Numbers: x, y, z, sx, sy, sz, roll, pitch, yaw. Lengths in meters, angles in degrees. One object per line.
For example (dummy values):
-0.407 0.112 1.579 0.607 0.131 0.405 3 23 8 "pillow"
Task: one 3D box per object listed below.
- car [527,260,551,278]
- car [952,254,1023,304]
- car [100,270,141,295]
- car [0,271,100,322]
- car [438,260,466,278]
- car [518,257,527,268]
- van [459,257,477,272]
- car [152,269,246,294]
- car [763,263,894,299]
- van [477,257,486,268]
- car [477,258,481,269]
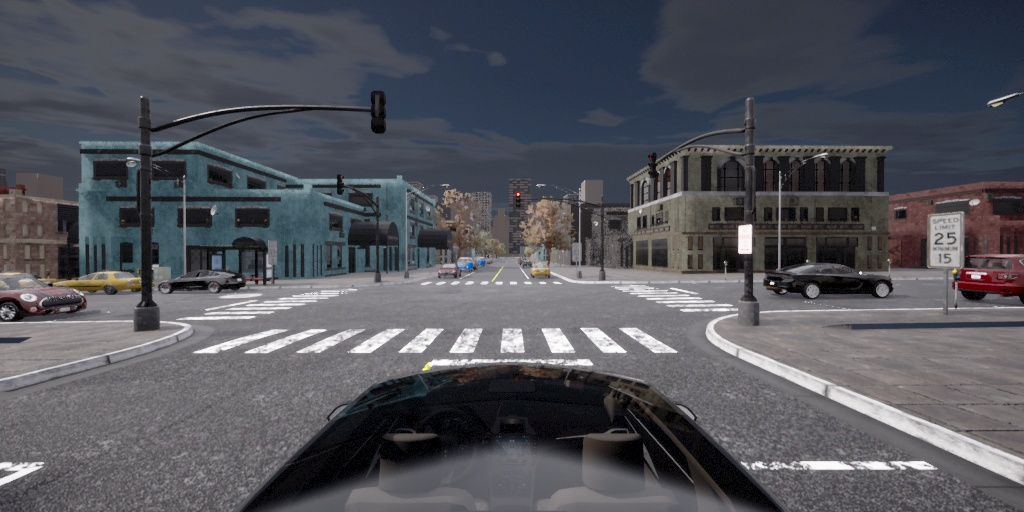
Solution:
2.629 1.267 33.629 1.751 1.417 4.829 0 0 0 "car"
19.924 0.842 13.609 5.009 1.841 2.192 0 0 -1 "car"
-24.051 1.499 21.114 4.829 1.417 1.751 0 0 -1 "car"
-18.092 1.422 12.884 4.097 1.591 1.967 0 0 -1 "car"
-5.751 1.323 33.442 1.802 1.307 4.207 0 0 0 "car"
2.573 1.283 61.191 2.007 1.370 4.403 0 0 0 "car"
-5.773 1.079 44.534 1.690 1.789 3.998 0 0 0 "van"
-18.228 1.472 21.230 4.313 1.339 1.948 0 0 -1 "car"
14.177 1.049 16.179 5.008 1.535 1.882 -1 1 -1 "car"
-5.808 1.074 61.174 1.690 1.789 3.998 0 0 0 "van"
-5.785 1.281 50.081 1.888 1.381 4.507 0 0 0 "car"
